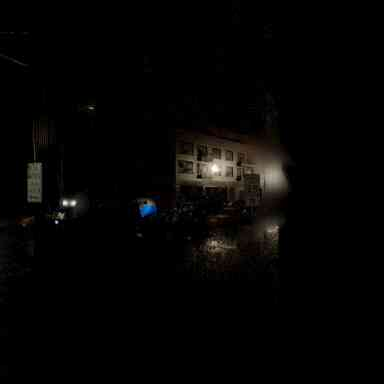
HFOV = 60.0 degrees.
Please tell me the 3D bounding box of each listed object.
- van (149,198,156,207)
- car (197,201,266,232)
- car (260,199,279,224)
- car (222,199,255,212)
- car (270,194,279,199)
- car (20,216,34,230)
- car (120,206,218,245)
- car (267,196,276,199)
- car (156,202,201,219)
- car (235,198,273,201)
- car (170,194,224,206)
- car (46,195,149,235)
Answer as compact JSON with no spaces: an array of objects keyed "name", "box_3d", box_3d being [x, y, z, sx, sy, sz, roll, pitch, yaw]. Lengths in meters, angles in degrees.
[{"name":"van","box_3d":[-4.481,1.331,25.146,1.690,1.788,3.998,0,0,36]},{"name":"car","box_3d":[2.529,1.531,20.290,1.752,1.417,4.829,0,0,36]},{"name":"car","box_3d":[5.857,1.531,24.879,1.752,1.417,4.829,0,0,36]},{"name":"car","box_3d":[5.506,1.549,38.913,1.947,1.339,4.313,0,0,36]},{"name":"car","box_3d":[12.165,1.288,48.091,2.192,1.841,5.009,0,0,36]},{"name":"car","box_3d":[-7.910,1.514,20.419,1.752,1.417,4.829,0,0,36]},{"name":"car","box_3d":[-0.899,1.556,15.565,2.008,1.369,4.403,0,0,36]},{"name":"car","box_3d":[8.835,1.544,43.502,1.947,1.339,4.313,0,0,36]},{"name":"car","box_3d":[-1.152,1.572,29.736,1.802,1.307,4.206,0,0,36]},{"name":"car","box_3d":[6.751,1.590,36.234,1.895,1.301,4.718,0,0,36]},{"name":"car","box_3d":[0.683,1.216,27.885,2.150,2.045,5.566,0,0,36]},{"name":"car","box_3d":[-5.404,1.216,19.501,2.150,2.045,5.566,0,0,36]}]
